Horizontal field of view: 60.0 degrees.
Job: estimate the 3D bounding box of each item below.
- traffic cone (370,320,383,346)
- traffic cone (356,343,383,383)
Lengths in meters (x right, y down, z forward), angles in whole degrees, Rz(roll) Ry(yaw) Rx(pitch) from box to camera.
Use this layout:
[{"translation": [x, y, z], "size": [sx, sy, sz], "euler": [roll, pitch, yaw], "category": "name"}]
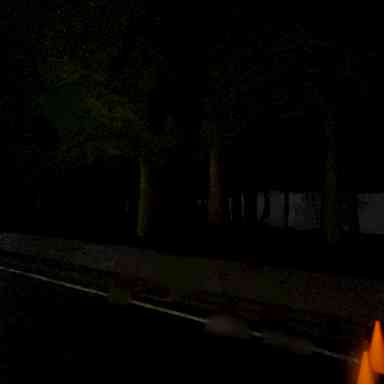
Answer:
[{"translation": [2.402, 1.966, 4.307], "size": [0.340, 0.580, 0.340], "euler": [0, 0, 35], "category": "traffic cone"}, {"translation": [1.824, 1.964, 3.492], "size": [0.340, 0.580, 0.340], "euler": [0, 0, 35], "category": "traffic cone"}]
